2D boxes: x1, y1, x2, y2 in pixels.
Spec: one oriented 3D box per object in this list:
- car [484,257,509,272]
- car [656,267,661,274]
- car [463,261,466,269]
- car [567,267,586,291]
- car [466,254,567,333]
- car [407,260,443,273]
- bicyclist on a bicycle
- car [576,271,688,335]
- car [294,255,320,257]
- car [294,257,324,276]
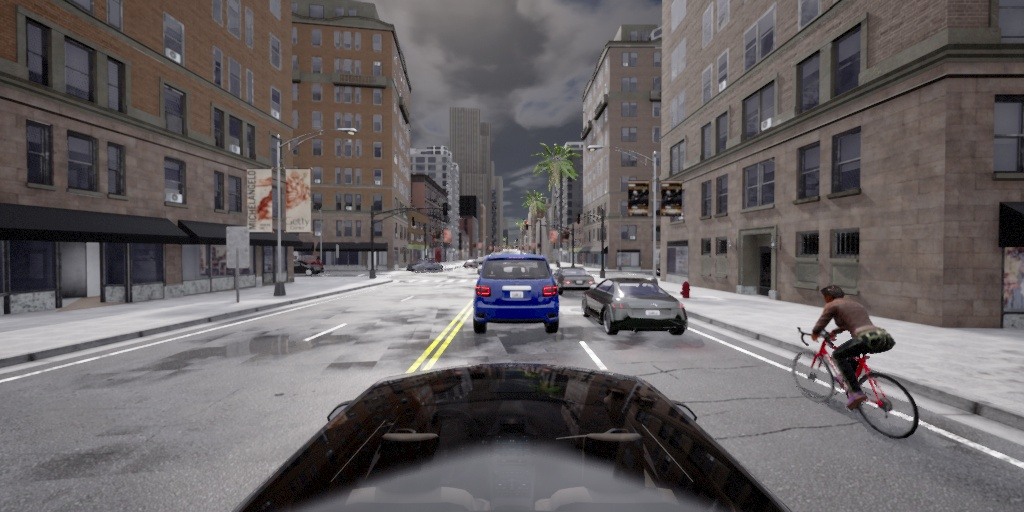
[{"bbox_3d":[-2.068,1.081,45.293,2.097,1.767,4.553,1,0,-17],"label":"car"},{"bbox_3d":[16.185,1.514,34.619,4.313,1.339,1.948,0,0,0],"label":"car"},{"bbox_3d":[-6.623,1.311,57.652,1.994,1.385,4.181,0,0,0],"label":"car"},{"bbox_3d":[3.237,1.296,19.725,2.033,1.411,5.357,0,0,0],"label":"car"},{"bbox_3d":[0.096,0.970,10.827,2.150,2.045,5.566,0,0,0],"label":"car"},{"bbox_3d":[-10.019,1.203,41.462,1.994,1.385,4.181,2,1,41],"label":"car"},{"bbox_3d":[4.142,1.202,4.471,0.582,1.620,1.656,0,0,0],"label":"bicyclist on a bicycle"},{"bbox_3d":[3.328,1.313,10.492,1.994,1.385,4.181,0,0,0],"label":"car"},{"bbox_3d":[-23.922,0.838,40.086,5.009,1.841,2.192,0,0,-9],"label":"car"},{"bbox_3d":[-20.892,1.126,34.701,4.892,1.490,1.837,1,1,-9],"label":"car"}]
